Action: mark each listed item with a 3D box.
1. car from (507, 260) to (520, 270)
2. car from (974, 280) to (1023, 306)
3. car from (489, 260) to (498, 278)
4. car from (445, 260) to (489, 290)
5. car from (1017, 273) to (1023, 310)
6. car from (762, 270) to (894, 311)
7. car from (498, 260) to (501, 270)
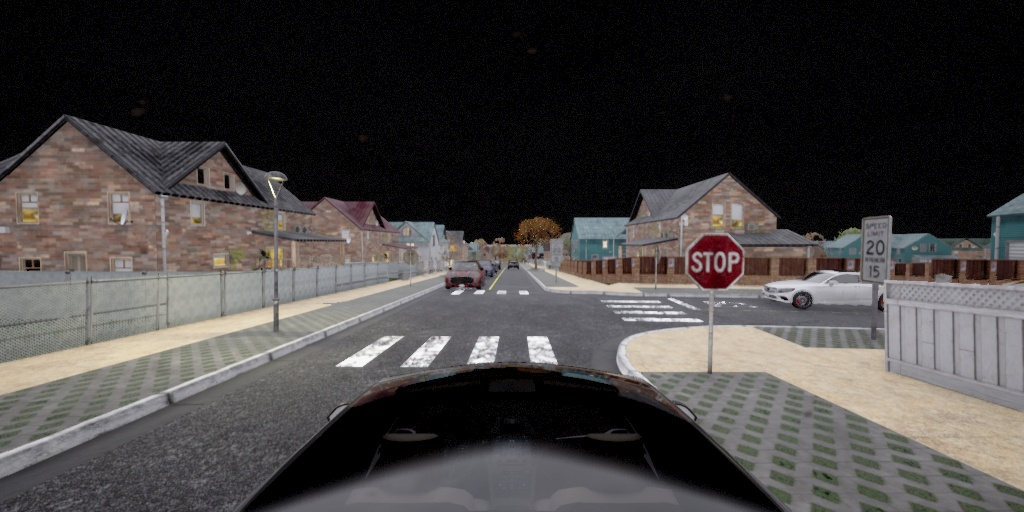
[{"bbox_3d":[0.225,1.398,57.000,1.837,1.490,4.892,0,0,0],"label":"car"},{"bbox_3d":[17.177,1.396,10.557,5.008,1.535,1.882,1,2,10],"label":"car"},{"bbox_3d":[-2.771,1.130,34.135,2.097,1.767,4.553,0,0,0],"label":"car"},{"bbox_3d":[-2.802,1.102,22.295,2.097,1.767,4.553,0,0,0],"label":"car"},{"bbox_3d":[21.610,1.425,12.588,4.181,1.385,1.994,1,2,13],"label":"car"},{"bbox_3d":[12.612,1.289,14.142,4.674,1.442,1.812,1,2,8],"label":"car"},{"bbox_3d":[-2.740,1.372,45.151,2.033,1.411,5.357,0,0,1],"label":"car"}]
